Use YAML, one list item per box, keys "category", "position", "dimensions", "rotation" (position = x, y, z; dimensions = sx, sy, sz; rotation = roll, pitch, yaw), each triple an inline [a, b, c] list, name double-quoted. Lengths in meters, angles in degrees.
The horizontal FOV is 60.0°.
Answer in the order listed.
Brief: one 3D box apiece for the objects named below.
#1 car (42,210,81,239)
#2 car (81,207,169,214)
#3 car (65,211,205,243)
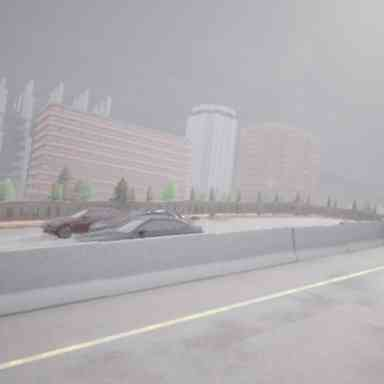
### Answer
- category: "car"
  position: [-5.283, 1.548, 17.409]
  dimensions: [4.674, 1.442, 1.812]
  rotation: [0, 0, -35]
- category: "car"
  position: [-2.229, 1.540, 15.294]
  dimensions: [4.892, 1.490, 1.837]
  rotation: [1, -1, -35]
- category: "car"
  position: [-1.614, 1.551, 11.437]
  dimensions: [4.674, 1.442, 1.812]
  rotation: [0, 0, -35]
